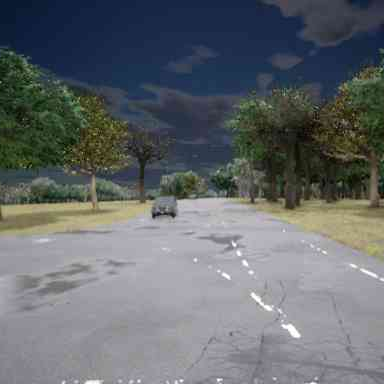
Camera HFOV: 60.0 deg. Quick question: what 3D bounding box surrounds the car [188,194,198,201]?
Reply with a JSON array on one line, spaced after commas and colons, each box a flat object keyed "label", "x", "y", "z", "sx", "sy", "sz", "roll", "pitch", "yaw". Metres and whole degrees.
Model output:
[{"label": "car", "x": 0.252, "y": 1.377, "z": 83.260, "sx": 1.837, "sy": 1.490, "sz": 4.892, "roll": -1, "pitch": 0, "yaw": 9}]

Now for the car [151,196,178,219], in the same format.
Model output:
[{"label": "car", "x": -2.557, "y": 1.455, "z": 32.336, "sx": 2.150, "sy": 2.045, "sz": 5.566, "roll": -1, "pitch": 0, "yaw": 2}]
